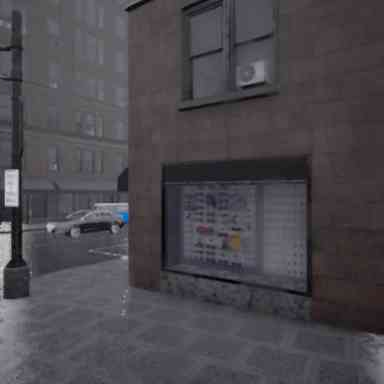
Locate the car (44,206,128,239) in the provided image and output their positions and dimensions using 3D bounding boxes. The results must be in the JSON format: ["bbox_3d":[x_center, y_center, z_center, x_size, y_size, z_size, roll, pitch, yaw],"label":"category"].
[{"bbox_3d":[-6.222,1.826,19.789,2.128,1.511,4.902,0,-1,35],"label":"car"}]

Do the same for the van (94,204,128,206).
[{"bbox_3d":[-5.755,1.751,24.973,1.690,1.788,3.998,-1,-2,35],"label":"van"}]
